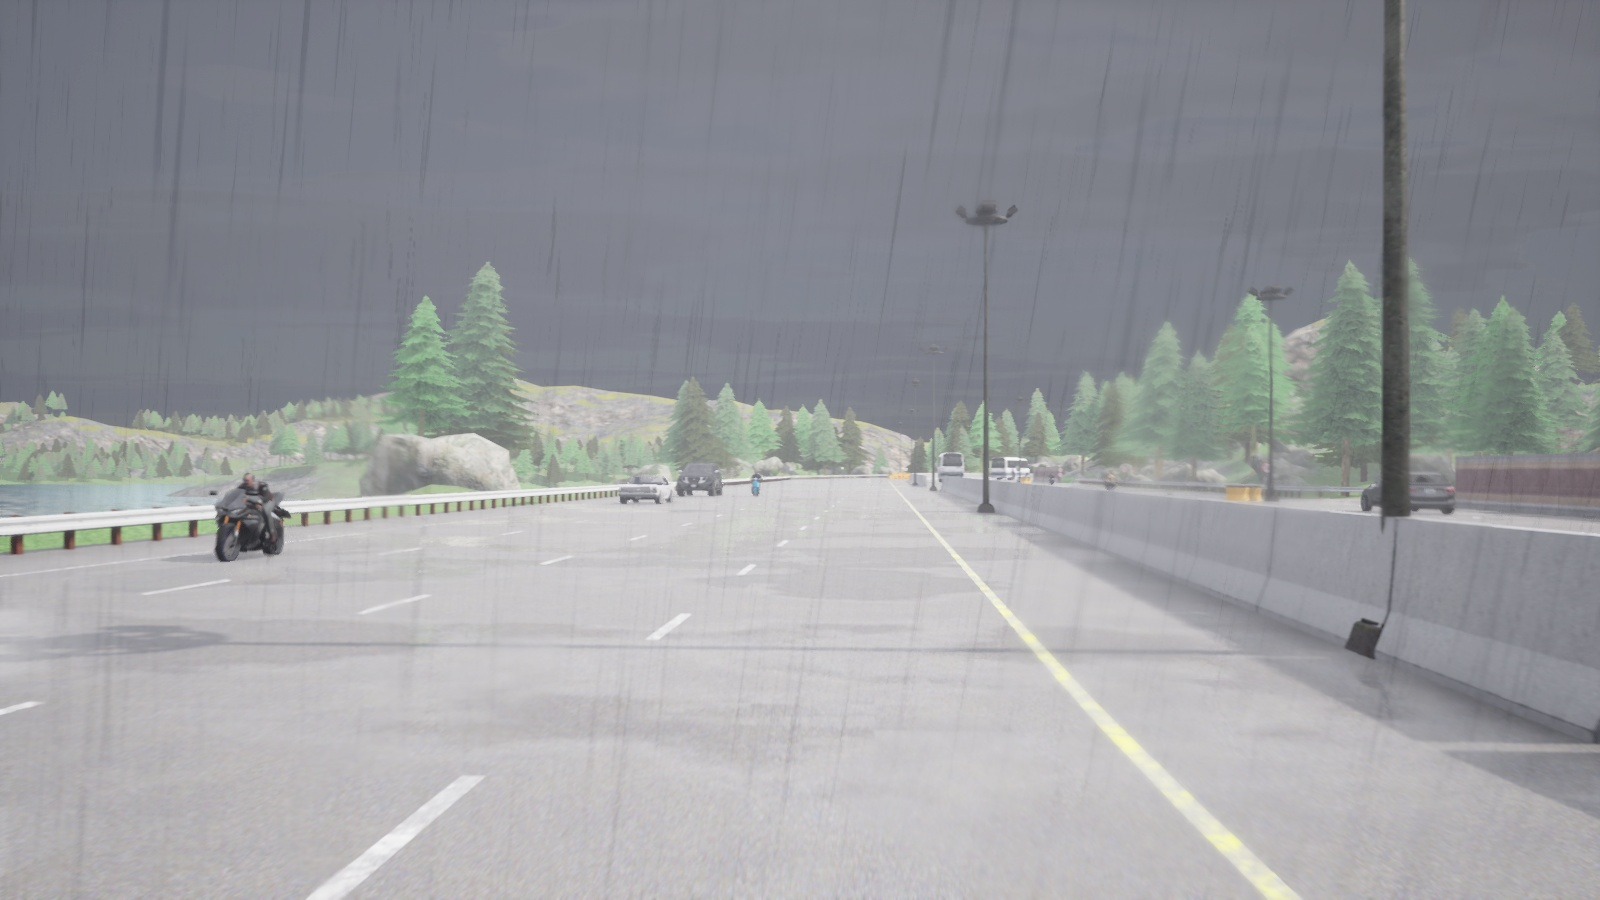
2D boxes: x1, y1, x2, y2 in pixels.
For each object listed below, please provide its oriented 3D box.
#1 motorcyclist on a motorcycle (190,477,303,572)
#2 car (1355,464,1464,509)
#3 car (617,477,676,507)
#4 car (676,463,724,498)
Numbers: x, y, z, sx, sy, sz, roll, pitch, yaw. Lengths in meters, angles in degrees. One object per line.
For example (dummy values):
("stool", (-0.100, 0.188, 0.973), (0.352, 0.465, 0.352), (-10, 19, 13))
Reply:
("motorcyclist on a motorcycle", (-9.478, 1.246, 21.626), (0.866, 1.530, 2.191), (0, -1, 4))
("car", (23.881, 1.400, 49.399), (2.242, 1.667, 4.611), (0, -1, 3))
("car", (-7.095, 1.921, 58.554), (1.895, 1.301, 4.718), (0, -1, 4))
("car", (-5.980, 1.825, 75.861), (2.150, 2.045, 5.566), (0, -1, 4))
